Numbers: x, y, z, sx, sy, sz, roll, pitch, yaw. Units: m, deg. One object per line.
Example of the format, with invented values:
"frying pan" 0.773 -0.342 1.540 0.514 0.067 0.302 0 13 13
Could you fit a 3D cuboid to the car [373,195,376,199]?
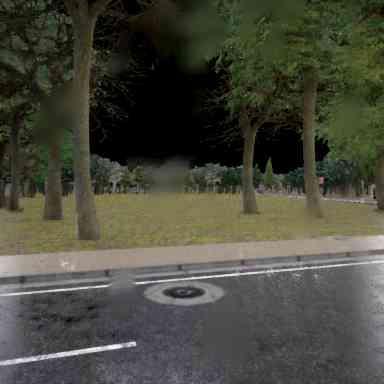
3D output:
"car" 44.754 1.295 79.771 1.895 1.301 4.718 0 0 4
